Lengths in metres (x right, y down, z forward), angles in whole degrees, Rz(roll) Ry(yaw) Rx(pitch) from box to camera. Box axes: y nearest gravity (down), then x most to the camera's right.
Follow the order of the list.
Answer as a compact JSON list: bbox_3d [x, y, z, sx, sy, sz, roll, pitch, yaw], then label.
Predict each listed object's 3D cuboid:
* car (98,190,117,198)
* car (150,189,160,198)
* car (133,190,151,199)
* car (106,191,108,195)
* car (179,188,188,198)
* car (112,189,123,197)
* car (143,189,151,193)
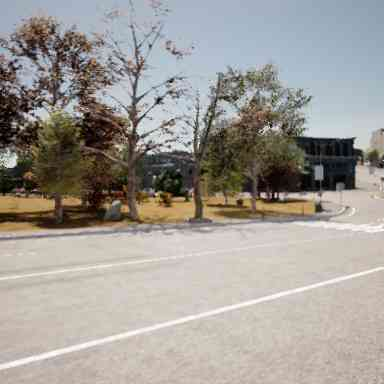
[{"bbox_3d":[-20.309,0.474,80.341,2.097,1.535,5.008,0,2,18],"label":"car"},{"bbox_3d":[-6.208,0.530,69.276,1.946,1.575,5.366,-1,2,17],"label":"car"},{"bbox_3d":[-10.904,0.425,73.074,2.185,1.767,4.553,-1,2,17],"label":"car"},{"bbox_3d":[-17.982,0.511,78.497,2.231,1.521,4.892,-1,2,18],"label":"car"},{"bbox_3d":[-1.400,0.213,65.936,2.435,2.045,5.566,-2,1,16],"label":"car"},{"bbox_3d":[-15.636,0.284,76.637,2.435,2.045,5.566,0,2,18],"label":"car"},{"bbox_3d":[-8.544,0.292,71.271,2.435,2.045,5.566,-1,1,17],"label":"car"}]
